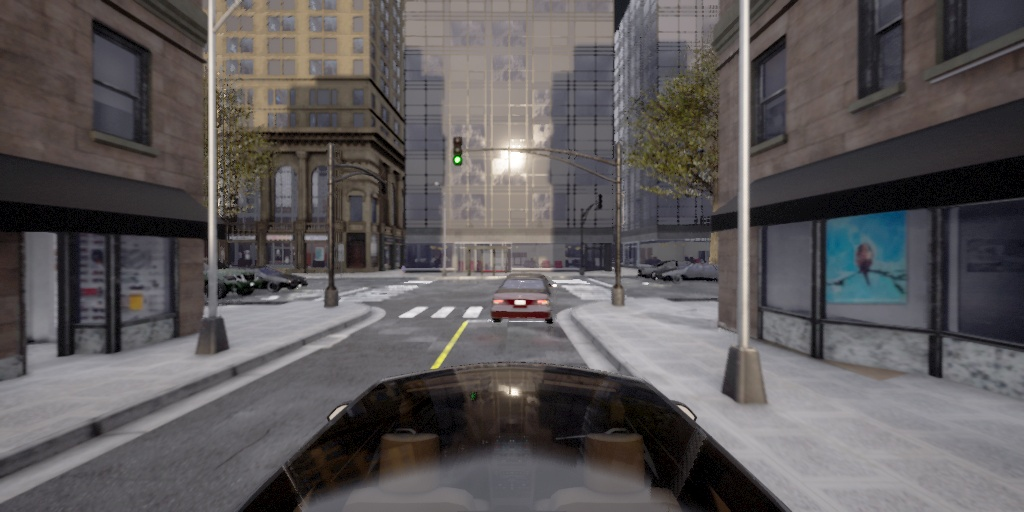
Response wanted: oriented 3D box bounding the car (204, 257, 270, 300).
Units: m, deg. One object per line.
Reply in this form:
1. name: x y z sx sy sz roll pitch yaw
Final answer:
1. car: -15.747 1.080 17.912 5.566 2.045 2.150 0 0 0

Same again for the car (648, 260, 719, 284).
1. car: 12.653 1.153 24.744 5.357 1.411 2.033 0 0 0

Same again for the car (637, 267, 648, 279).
1. car: 12.309 1.096 27.997 4.892 1.490 1.837 0 0 -1

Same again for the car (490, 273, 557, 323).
1. car: 0.504 1.289 12.087 2.033 1.411 5.357 0 0 7

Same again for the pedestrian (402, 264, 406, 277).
1. pedestrian: -9.722 1.270 32.051 0.500 1.100 0.500 0 1 0

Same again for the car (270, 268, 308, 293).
1. car: -15.124 1.384 21.200 5.357 1.411 2.033 0 0 2
